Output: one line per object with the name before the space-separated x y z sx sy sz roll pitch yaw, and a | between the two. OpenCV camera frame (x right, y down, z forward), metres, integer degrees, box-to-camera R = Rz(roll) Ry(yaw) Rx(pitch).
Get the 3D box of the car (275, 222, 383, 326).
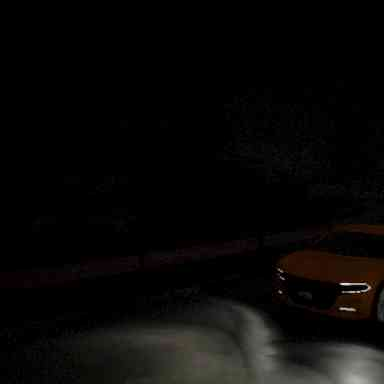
car | 3.809 1.483 7.323 5.008 1.535 1.882 0 0 -41
